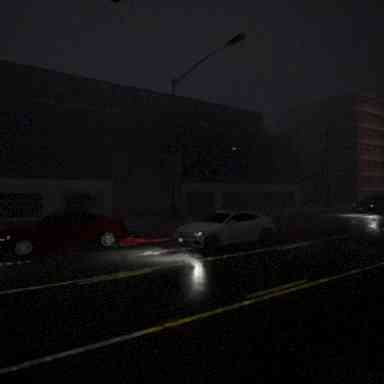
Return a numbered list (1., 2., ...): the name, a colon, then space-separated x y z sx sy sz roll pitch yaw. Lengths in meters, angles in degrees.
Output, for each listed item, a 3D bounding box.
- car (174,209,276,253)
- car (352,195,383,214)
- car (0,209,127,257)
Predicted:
1. car: 1.471 1.454 13.620 4.674 1.442 1.812 -1 0 -36
2. car: 15.304 1.024 27.777 4.674 1.442 1.812 -1 1 -35
3. car: -5.093 1.494 13.261 5.008 1.535 1.882 -1 0 -35
